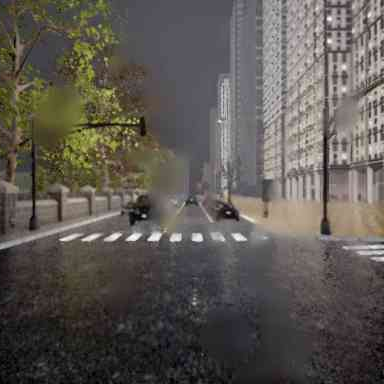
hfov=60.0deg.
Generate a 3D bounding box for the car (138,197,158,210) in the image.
[{"bbox_3d":[-5.692,1.421,43.377,1.967,1.590,4.097,0,0,0],"label":"car"}]

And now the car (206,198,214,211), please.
[{"bbox_3d":[2.689,1.549,32.112,1.947,1.339,4.313,0,0,0],"label":"car"}]

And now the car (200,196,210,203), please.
[{"bbox_3d":[2.686,1.540,71.538,2.008,1.369,4.403,0,0,0],"label":"car"}]

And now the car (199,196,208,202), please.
[{"bbox_3d":[2.685,1.544,77.170,2.008,1.369,4.403,0,0,0],"label":"car"}]

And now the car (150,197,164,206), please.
[{"bbox_3d":[-5.692,1.508,54.472,1.752,1.417,4.829,0,0,0],"label":"car"}]

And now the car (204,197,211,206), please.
[{"bbox_3d":[2.689,1.547,37.745,1.947,1.339,4.313,0,0,0],"label":"car"}]

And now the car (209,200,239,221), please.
[{"bbox_3d":[2.689,1.551,26.479,1.947,1.339,4.313,0,0,0],"label":"car"}]

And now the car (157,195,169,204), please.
[{"bbox_3d":[-5.693,1.427,65.905,1.967,1.590,4.097,0,0,0],"label":"car"}]

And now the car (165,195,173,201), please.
[{"bbox_3d":[-5.695,1.541,82.802,1.887,1.381,4.507,0,0,0],"label":"car"}]

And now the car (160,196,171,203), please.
[{"bbox_3d":[-5.695,1.534,71.538,1.887,1.381,4.507,0,0,0],"label":"car"}]

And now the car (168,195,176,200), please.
[{"bbox_3d":[-5.696,1.552,94.067,1.887,1.381,4.507,0,0,0],"label":"car"}]

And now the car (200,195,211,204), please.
[{"bbox_3d":[2.687,1.427,65.906,1.967,1.590,4.097,0,0,0],"label":"car"}]

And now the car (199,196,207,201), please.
[{"bbox_3d":[2.685,1.579,82.803,1.802,1.307,4.206,0,0,0],"label":"car"}]

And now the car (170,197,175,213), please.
[{"bbox_3d":[-3.087,1.508,34.291,1.812,1.442,4.674,0,0,0],"label":"car"}]

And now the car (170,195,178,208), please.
[{"bbox_3d":[-3.062,1.507,49.102,1.812,1.442,4.674,0,0,0],"label":"car"}]

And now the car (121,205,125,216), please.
[{"bbox_3d":[-5.691,1.565,32.111,1.802,1.307,4.206,0,0,0],"label":"car"}]

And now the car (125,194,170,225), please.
[{"bbox_3d":[-3.098,1.207,24.277,2.150,2.045,5.566,0,0,0],"label":"car"}]

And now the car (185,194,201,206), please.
[{"bbox_3d":[-0.005,1.334,53.666,2.097,1.767,4.553,0,0,0],"label":"car"}]

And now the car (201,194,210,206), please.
[{"bbox_3d":[2.688,1.527,54.643,1.887,1.381,4.507,0,0,0],"label":"car"}]
